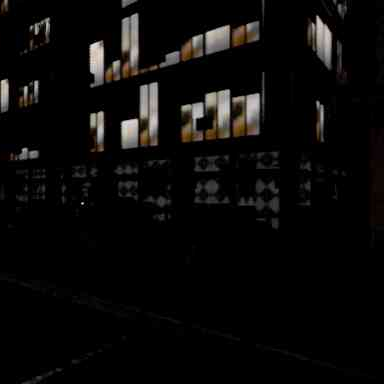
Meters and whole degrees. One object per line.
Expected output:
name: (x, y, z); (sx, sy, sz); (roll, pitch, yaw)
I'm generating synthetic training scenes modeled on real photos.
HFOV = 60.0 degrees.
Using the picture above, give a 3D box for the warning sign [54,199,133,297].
warning sign: (-2.141, 1.113, 7.319); (1.060, 1.860, 1.300); (0, 0, 35)
